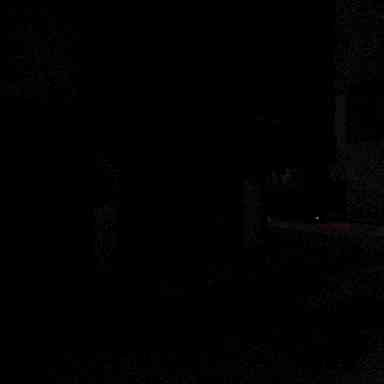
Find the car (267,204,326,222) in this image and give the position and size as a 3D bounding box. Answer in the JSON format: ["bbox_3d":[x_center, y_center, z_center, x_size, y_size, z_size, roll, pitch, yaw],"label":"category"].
[{"bbox_3d":[7.943,1.601,26.162,1.895,1.301,4.718,0,0,-34],"label":"car"}]
